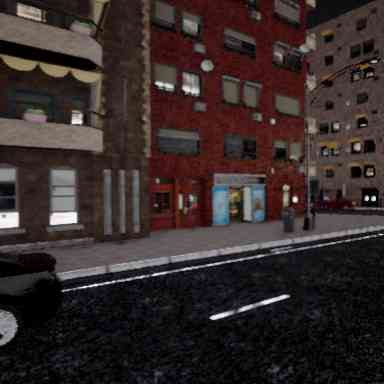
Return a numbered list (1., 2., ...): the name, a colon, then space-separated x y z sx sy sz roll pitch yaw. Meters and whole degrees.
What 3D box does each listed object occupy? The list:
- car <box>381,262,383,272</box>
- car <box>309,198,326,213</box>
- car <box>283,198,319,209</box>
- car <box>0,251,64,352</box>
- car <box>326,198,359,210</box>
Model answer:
1. car: 7.126 1.427 8.752 5.357 1.411 2.033 -1 0 -35
2. car: 10.994 1.259 35.254 2.192 1.841 5.009 -2 0 -37
3. car: 14.657 1.477 44.848 1.947 1.339 4.313 -2 0 -37
4. car: -4.433 1.490 4.516 5.008 1.535 1.882 -1 0 -35
5. car: 17.970 1.421 40.374 1.802 1.307 4.206 -2 0 -37
